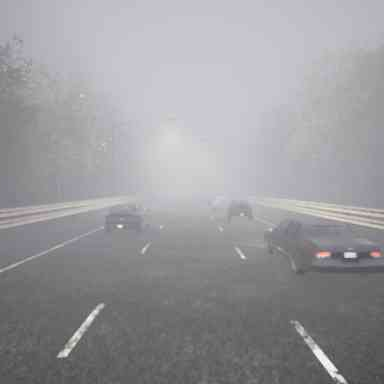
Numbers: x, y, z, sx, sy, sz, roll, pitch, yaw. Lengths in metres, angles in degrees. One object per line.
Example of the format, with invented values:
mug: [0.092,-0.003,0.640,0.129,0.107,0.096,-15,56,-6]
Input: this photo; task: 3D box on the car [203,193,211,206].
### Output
car: [3.039,1.266,47.765,1.895,1.301,4.718,0,0,-1]

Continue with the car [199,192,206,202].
car: [2.807,1.087,58.800,2.163,1.488,4.792,0,0,-1]

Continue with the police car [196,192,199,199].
police car: [2.527,0.926,69.912,1.930,1.638,5.238,0,0,-2]

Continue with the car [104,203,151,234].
car: [-3.480,1.380,18.429,1.837,1.490,4.892,0,0,0]

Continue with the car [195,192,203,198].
car: [1.832,0.764,91.866,2.033,1.649,4.856,0,0,-2]

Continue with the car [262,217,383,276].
car: [3.577,1.479,10.127,2.033,1.411,5.357,0,0,-1]

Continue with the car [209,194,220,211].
car: [3.225,1.271,36.699,1.812,1.442,4.674,0,0,-1]

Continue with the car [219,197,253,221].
car: [3.456,1.328,25.598,1.837,1.490,4.892,0,0,0]
